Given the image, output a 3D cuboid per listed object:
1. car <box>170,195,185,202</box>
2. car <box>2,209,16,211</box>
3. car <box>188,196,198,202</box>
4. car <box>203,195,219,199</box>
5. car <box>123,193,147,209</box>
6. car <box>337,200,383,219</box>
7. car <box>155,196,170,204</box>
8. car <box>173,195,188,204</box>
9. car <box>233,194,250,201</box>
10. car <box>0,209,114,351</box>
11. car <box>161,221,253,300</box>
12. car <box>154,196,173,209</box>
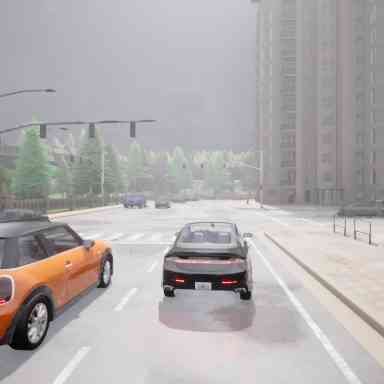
[{"bbox_3d":[-3.388,1.478,77.887,1.882,1.535,5.008,0,0,20],"label":"car"},{"bbox_3d":[-9.547,1.601,17.568,1.895,1.301,4.718,0,0,4],"label":"car"},{"bbox_3d":[-0.187,1.540,76.472,2.033,1.411,5.357,0,0,20],"label":"car"},{"bbox_3d":[5.187,1.449,90.286,5.008,1.535,1.882,0,0,-43],"label":"car"},{"bbox_3d":[-7.696,1.223,45.520,2.150,2.045,5.566,0,0,4],"label":"car"},{"bbox_3d":[15.263,1.619,29.680,4.181,1.385,1.994,0,0,4],"label":"car"},{"bbox_3d":[-5.994,1.547,67.805,2.033,1.411,5.357,0,0,6],"label":"car"},{"bbox_3d":[-2.645,1.351,65.859,2.097,1.767,4.553,0,0,6],"label":"car"},{"bbox_3d":[13.109,1.355,87.735,4.553,1.767,2.097,0,0,-34],"label":"car"},{"bbox_3d":[-3.106,1.352,6.444,2.097,1.767,4.553,0,0,4],"label":"car"},{"bbox_3d":[0.500,1.492,8.443,2.128,1.511,4.902,0,0,7],"label":"car"},{"bbox_3d":[-3.987,1.507,45.398,1.837,1.490,4.892,0,-1,1],"label":"car"}]
